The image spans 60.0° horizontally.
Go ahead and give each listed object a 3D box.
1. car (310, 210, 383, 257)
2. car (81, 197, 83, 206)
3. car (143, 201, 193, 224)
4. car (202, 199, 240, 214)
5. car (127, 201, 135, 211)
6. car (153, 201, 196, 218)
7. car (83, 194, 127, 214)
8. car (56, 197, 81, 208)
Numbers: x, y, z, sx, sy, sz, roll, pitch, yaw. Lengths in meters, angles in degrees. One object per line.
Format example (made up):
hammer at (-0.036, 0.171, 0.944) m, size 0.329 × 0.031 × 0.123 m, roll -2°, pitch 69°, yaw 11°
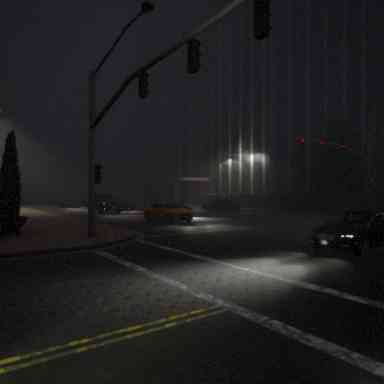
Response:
car at (6.602, 1.491, 13.022) m, size 4.902 × 1.511 × 2.128 m, roll 0°, pitch 0°, yaw -36°
car at (-16.102, 1.527, 50.760) m, size 1.812 × 1.442 × 4.674 m, roll 0°, pitch 0°, yaw -36°
car at (-1.887, 1.478, 25.146) m, size 1.882 × 1.535 × 5.008 m, roll 0°, pitch 0°, yaw -36°
car at (3.118, 1.478, 36.354) m, size 1.882 × 1.535 × 5.008 m, roll 0°, pitch 0°, yaw -35°
car at (-8.906, 1.548, 40.777) m, size 2.033 × 1.411 × 5.357 m, roll 0°, pitch 0°, yaw -36°
car at (-1.713, 1.564, 30.859) m, size 1.994 × 1.385 × 4.181 m, roll 0°, pitch 0°, yaw -36°
car at (-9.413, 1.221, 35.516) m, size 2.150 × 2.045 × 5.566 m, roll 0°, pitch 0°, yaw -36°
car at (-17.904, 1.492, 47.266) m, size 2.128 × 1.511 × 4.902 m, roll 0°, pitch 0°, yaw -36°
